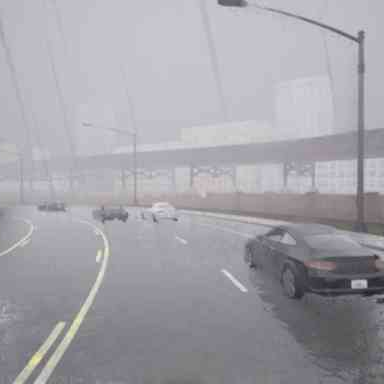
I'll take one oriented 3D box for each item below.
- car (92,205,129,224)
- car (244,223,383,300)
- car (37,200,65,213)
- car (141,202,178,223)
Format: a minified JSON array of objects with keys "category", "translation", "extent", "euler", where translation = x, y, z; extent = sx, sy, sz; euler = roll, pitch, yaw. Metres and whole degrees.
[{"category":"car","translation":[-6.425,1.654,25.726],"extent":[1.895,1.301,4.718],"euler":[-1,0,-27]},{"category":"car","translation":[2.725,1.501,8.301],"extent":[1.812,1.442,4.674],"euler":[0,0,-8]},{"category":"car","translation":[-17.048,1.682,40.238],"extent":[2.163,1.488,4.792],"euler":[-1,0,-44]},{"category":"car","translation":[-2.529,1.525,25.551],"extent":[1.812,1.442,4.674],"euler":[-1,0,-25]}]
